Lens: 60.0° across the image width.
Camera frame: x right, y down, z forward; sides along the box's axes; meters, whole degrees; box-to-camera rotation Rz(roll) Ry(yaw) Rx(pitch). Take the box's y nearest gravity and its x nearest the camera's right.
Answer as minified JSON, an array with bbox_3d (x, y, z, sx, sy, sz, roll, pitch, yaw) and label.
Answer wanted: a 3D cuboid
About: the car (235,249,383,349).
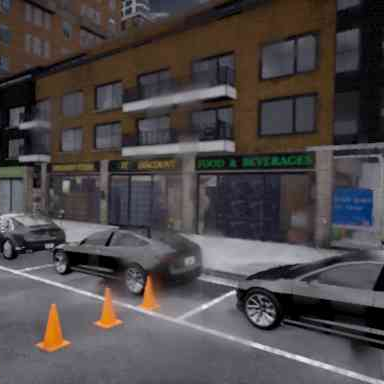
[{"bbox_3d":[2.789,1.583,5.210,4.313,1.339,1.947,1,1,36],"label":"car"}]

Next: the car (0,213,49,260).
[{"bbox_3d":[-6.261,1.428,11.758,4.403,1.369,2.008,1,1,36],"label":"car"}]

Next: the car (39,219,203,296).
[{"bbox_3d":[-1.736,1.514,8.484,4.313,1.339,1.947,1,1,36],"label":"car"}]

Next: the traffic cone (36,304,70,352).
[{"bbox_3d":[-2.003,1.914,4.806,0.340,0.580,0.340,1,0,36],"label":"traffic cone"}]

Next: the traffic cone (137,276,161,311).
[{"bbox_3d":[-0.831,1.923,6.427,0.340,0.580,0.340,1,0,36],"label":"traffic cone"}]

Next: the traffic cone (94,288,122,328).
[{"bbox_3d":[-1.417,1.918,5.617,0.340,0.580,0.340,1,0,36],"label":"traffic cone"}]
